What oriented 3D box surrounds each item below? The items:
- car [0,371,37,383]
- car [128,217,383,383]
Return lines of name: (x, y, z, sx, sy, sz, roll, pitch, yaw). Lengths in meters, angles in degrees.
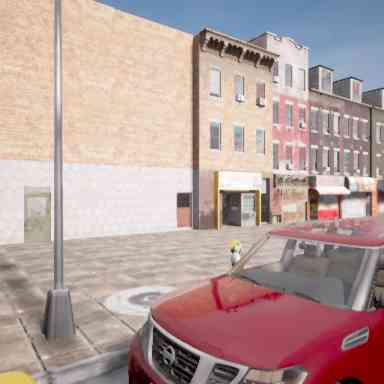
car: (-2.791, 1.524, 0.821, 4.829, 1.417, 1.752, 0, 0, -35)
car: (1.785, 1.314, 4.086, 5.009, 1.841, 2.192, 0, 0, -35)
